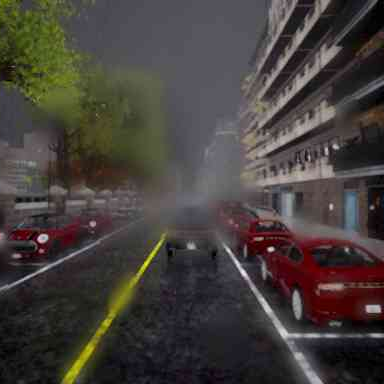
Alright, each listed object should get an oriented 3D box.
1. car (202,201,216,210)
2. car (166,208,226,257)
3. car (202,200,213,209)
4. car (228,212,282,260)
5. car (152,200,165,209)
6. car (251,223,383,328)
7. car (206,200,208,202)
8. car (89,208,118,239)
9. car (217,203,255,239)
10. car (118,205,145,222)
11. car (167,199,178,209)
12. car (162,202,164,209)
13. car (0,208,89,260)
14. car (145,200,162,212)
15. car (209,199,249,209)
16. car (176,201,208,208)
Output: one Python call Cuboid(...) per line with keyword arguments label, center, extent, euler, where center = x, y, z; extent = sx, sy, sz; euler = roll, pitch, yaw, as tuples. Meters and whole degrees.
Cuboid(label="car", center=(2.665, 2.128, 52.201), extent=(1.947, 1.339, 4.313), euler=(0, -1, 0))
Cuboid(label="car", center=(0.013, 1.635, 13.503), extent=(2.128, 1.511, 4.902), euler=(0, 0, 0))
Cuboid(label="car", center=(2.662, 2.154, 58.002), extent=(1.752, 1.417, 4.829), euler=(0, -1, 0))
Cuboid(label="car", center=(2.683, 1.680, 12.792), extent=(1.887, 1.381, 4.507), euler=(0, -1, 0))
Cuboid(label="car", center=(-5.719, 2.149, 57.657), extent=(1.752, 1.417, 4.829), euler=(0, -1, 0))
Cuboid(label="car", center=(2.687, 1.620, 7.161), extent=(1.887, 1.381, 4.507), euler=(0, -1, 0))
Cuboid(label="car", center=(2.667, 1.939, 46.572), extent=(1.967, 1.590, 4.097), euler=(0, -1, 0))
Cuboid(label="car", center=(-5.700, 1.634, 18.417), extent=(1.967, 1.590, 4.097), euler=(0, -1, 0))
Cuboid(label="car", center=(2.681, 1.635, 18.422), extent=(1.967, 1.590, 4.097), euler=(0, -1, 0))
Cuboid(label="car", center=(-5.705, 1.865, 29.676), extent=(2.008, 1.369, 4.403), euler=(0, -1, 0))
Cuboid(label="car", center=(-3.100, 1.961, 56.265), extent=(2.097, 1.767, 4.553), euler=(0, -1, 0))
Cuboid(label="car", center=(-5.715, 2.112, 52.196), extent=(2.008, 1.369, 4.403), euler=(0, -1, 0))
Cuboid(label="car", center=(-5.697, 1.575, 12.789), extent=(1.967, 1.590, 4.097), euler=(0, -1, 0))
Cuboid(label="car", center=(-5.713, 2.022, 46.396), extent=(1.752, 1.417, 4.829), euler=(0, -1, 0))
Cuboid(label="car", center=(2.677, 1.570, 24.053), extent=(2.192, 1.841, 5.009), euler=(0, -1, 0))
Cuboid(label="car", center=(0.007, 1.795, 28.502), extent=(2.128, 1.511, 4.902), euler=(0, 0, 0))
